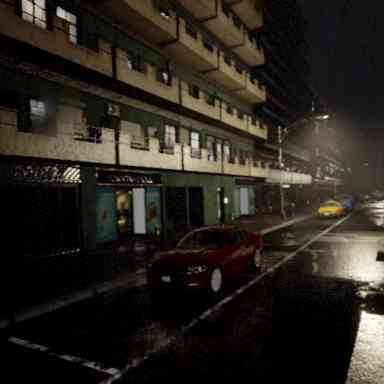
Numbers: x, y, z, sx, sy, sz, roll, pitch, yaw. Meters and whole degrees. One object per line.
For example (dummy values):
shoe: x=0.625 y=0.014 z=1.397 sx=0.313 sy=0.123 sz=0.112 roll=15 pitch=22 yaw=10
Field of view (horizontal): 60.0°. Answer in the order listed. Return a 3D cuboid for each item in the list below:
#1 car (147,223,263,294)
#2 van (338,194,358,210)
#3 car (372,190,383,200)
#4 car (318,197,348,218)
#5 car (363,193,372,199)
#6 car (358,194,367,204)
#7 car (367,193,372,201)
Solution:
car: x=0.562 y=1.631 z=9.206 sx=1.887 sy=1.381 sz=4.507 roll=-3 pitch=-1 yaw=30
van: x=17.761 y=1.147 z=38.500 sx=1.690 sy=1.788 sz=3.998 roll=-3 pitch=-1 yaw=30
car: x=40.197 y=0.673 z=71.378 sx=2.150 sy=2.045 sz=5.566 roll=-2 pitch=-1 yaw=30
car: x=11.946 y=1.419 z=28.587 sx=1.752 sy=1.417 sz=4.829 roll=-3 pitch=-1 yaw=30
car: x=43.584 y=1.077 z=82.429 sx=1.802 sy=1.307 sz=4.206 roll=-3 pitch=-1 yaw=30
car: x=26.369 y=1.131 z=53.142 sx=1.967 sy=1.590 sz=4.097 roll=-3 pitch=-1 yaw=30
car: x=34.891 y=1.111 z=67.640 sx=1.752 sy=1.417 sz=4.829 roll=-3 pitch=-1 yaw=30
